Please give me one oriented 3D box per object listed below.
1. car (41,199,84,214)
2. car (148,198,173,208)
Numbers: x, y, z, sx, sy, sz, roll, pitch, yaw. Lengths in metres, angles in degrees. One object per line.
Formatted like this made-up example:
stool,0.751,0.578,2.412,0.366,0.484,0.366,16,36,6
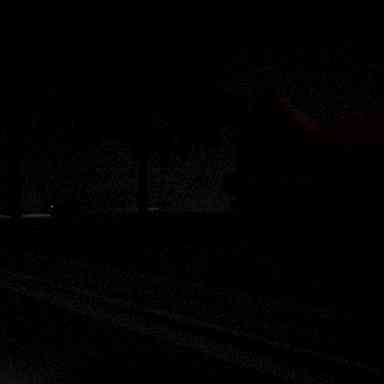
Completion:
car,-14.601,1.534,37.484,2.097,1.767,4.553,0,0,34
car,-4.800,1.746,51.920,1.812,1.442,4.674,0,0,34
